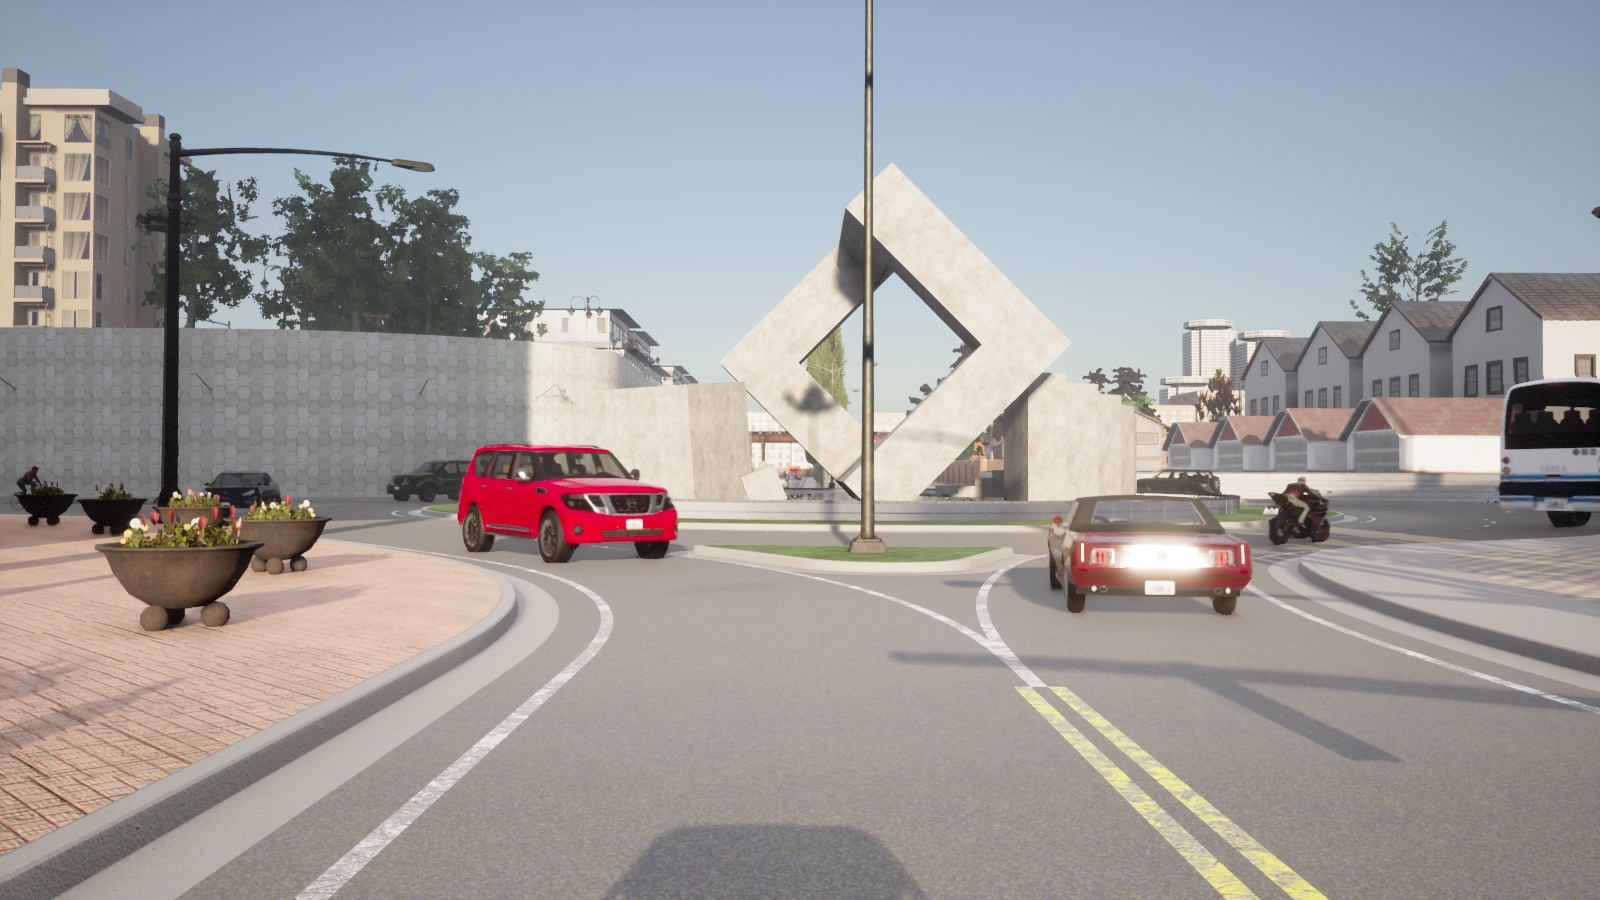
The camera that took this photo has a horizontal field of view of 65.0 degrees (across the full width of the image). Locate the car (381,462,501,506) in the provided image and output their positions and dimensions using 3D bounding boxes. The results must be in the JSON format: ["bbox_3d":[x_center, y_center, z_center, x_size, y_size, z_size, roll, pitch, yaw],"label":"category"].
[{"bbox_3d":[-17.419,1.628,61.224,2.150,2.045,5.566,-1,-1,34],"label":"car"}]

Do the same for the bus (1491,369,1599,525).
[{"bbox_3d":[25.813,-0.033,37.766,10.273,4.253,3.944,0,-2,-30],"label":"bus"}]

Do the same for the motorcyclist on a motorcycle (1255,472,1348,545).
[{"bbox_3d":[11.085,1.270,27.717,2.191,1.530,0.866,0,-1,-36],"label":"motorcyclist on a motorcycle"}]

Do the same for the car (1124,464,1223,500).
[{"bbox_3d":[19.587,1.658,65.998,1.932,1.855,4.605,1,-2,-42],"label":"car"}]

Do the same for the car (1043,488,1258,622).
[{"bbox_3d":[4.080,1.156,15.371,1.895,1.301,4.718,0,-1,8],"label":"car"}]

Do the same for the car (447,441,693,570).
[{"bbox_3d":[-4.335,0.933,22.835,2.150,2.045,5.566,1,-1,-37],"label":"car"}]

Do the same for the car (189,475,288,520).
[{"bbox_3d":[-19.730,1.636,44.363,2.163,1.488,4.792,0,-1,-11],"label":"car"}]
